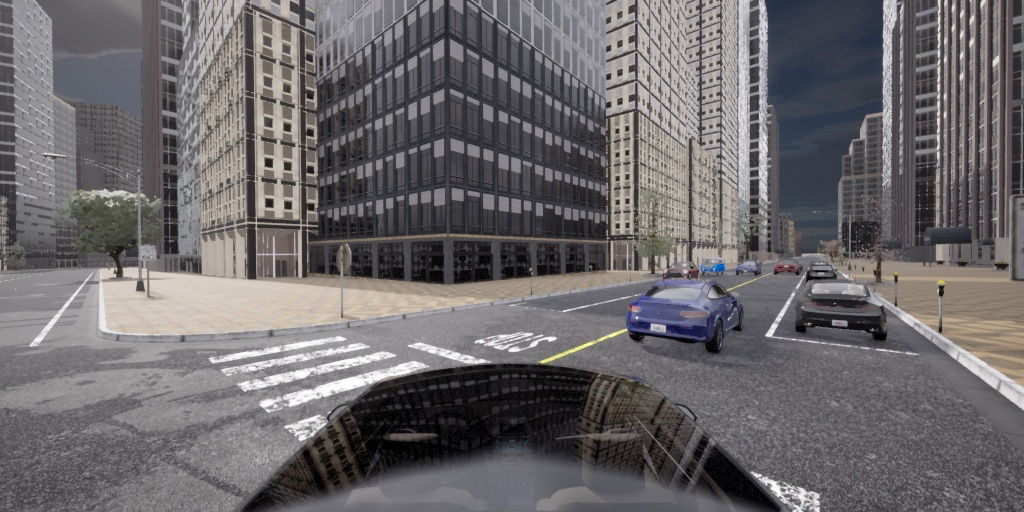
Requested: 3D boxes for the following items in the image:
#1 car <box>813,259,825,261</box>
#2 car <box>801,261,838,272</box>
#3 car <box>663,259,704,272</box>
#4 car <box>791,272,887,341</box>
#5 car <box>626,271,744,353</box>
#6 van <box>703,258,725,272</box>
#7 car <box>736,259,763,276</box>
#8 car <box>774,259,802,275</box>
[{"bbox_3d":[34.365,1.294,40.056,1.948,1.339,4.313,0,0,40],"label":"car"},{"bbox_3d":[23.411,1.305,27.150,1.948,1.339,4.313,0,0,40],"label":"car"},{"bbox_3d":[13.376,1.165,28.277,1.967,1.591,4.097,0,0,40],"label":"car"},{"bbox_3d":[8.906,1.300,9.859,2.007,1.370,4.403,0,0,40],"label":"car"},{"bbox_3d":[4.405,1.271,8.909,1.812,1.442,4.674,0,0,40],"label":"car"},{"bbox_3d":[20.676,1.060,36.880,1.690,1.789,3.998,0,0,40],"label":"van"},{"bbox_3d":[24.914,1.248,37.711,1.812,1.442,4.674,0,0,40],"label":"car"},{"bbox_3d":[29.233,1.079,38.032,2.097,1.767,4.553,0,0,41],"label":"car"}]
